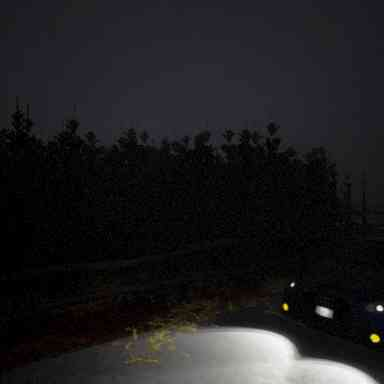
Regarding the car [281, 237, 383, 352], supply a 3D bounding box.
[{"bbox_3d":[3.556,1.564,5.994,4.181,1.385,1.994,0,0,-35],"label":"car"}]
